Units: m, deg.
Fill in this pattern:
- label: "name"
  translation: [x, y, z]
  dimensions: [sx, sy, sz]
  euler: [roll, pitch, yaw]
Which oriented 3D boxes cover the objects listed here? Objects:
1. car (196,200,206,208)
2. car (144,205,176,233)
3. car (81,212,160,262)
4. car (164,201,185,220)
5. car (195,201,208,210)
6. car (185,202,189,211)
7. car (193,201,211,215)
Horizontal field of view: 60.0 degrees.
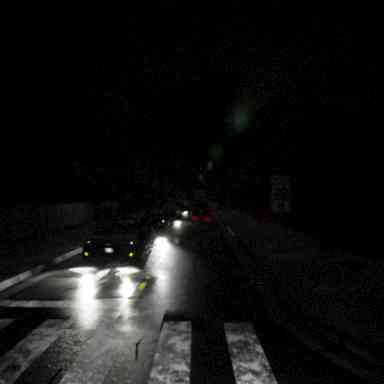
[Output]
- label: "car"
  translation: [1.789, 2.313, 64.877]
  dimensions: [1.895, 1.301, 4.718]
  euler: [0, -1, 2]
- label: "car"
  translation: [-2.306, 1.767, 21.252]
  dimensions: [1.895, 1.301, 4.718]
  euler: [0, 0, 2]
- label: "car"
  translation: [-2.562, 1.655, 12.441]
  dimensions: [1.994, 1.385, 4.181]
  euler: [0, 0, 2]
- label: "car"
  translation: [-1.969, 1.745, 31.722]
  dimensions: [1.882, 1.535, 5.008]
  euler: [0, -1, 2]
- label: "car"
  translation: [1.505, 2.100, 52.339]
  dimensions: [1.994, 1.385, 4.181]
  euler: [0, -1, 2]
- label: "car"
  translation: [-1.478, 2.029, 46.972]
  dimensions: [1.994, 1.385, 4.181]
  euler: [0, -1, 2]
- label: "car"
  translation: [1.089, 1.890, 38.491]
  dimensions: [1.812, 1.442, 4.674]
  euler: [0, -1, 2]
